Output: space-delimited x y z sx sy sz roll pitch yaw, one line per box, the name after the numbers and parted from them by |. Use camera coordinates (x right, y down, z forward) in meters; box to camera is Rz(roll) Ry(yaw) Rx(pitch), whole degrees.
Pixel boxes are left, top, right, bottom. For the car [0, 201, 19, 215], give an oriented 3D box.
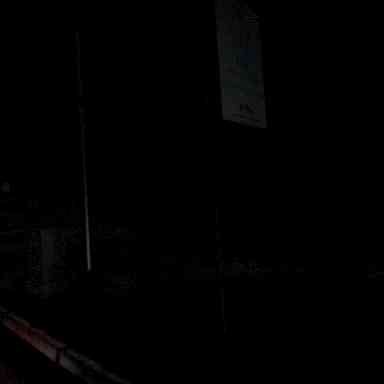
-23.181 1.881 39.830 2.097 1.767 4.553 -3 0 -5 | car

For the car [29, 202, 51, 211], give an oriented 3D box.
-23.522 2.231 51.210 1.994 1.385 4.181 -4 -1 7 | car

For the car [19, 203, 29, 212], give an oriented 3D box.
-26.910 2.346 49.454 1.882 1.535 5.008 -4 -1 2 | car
